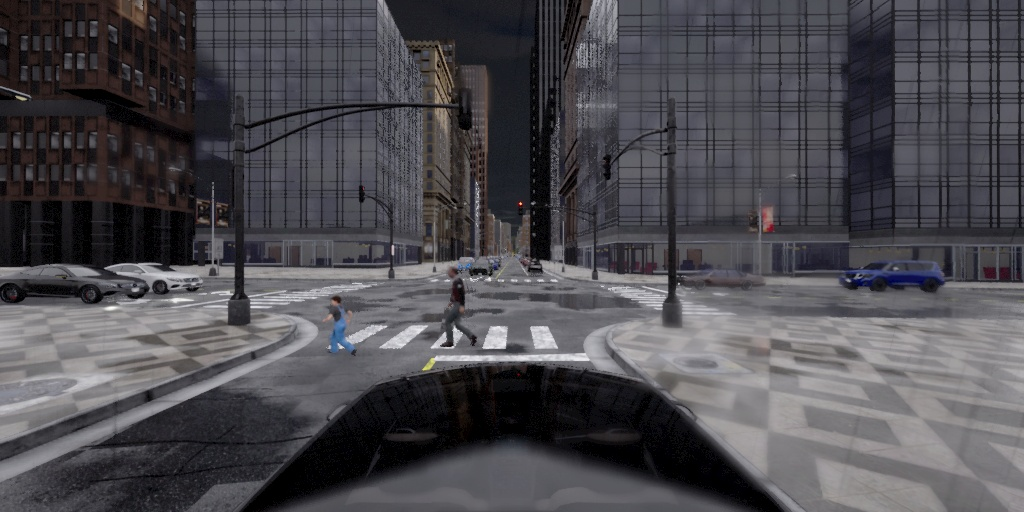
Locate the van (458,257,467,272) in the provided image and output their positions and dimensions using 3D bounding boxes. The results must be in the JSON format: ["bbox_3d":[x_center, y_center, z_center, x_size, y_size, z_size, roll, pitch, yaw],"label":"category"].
[{"bbox_3d":[-5.685,1.059,44.733,1.690,1.789,3.998,0,0,0],"label":"van"}]

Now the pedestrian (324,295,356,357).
[{"bbox_3d":[-3.439,1.324,7.195,0.375,1.300,0.375,0,0,0],"label":"pedestrian"}]

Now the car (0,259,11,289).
[{"bbox_3d":[-28.188,0.870,17.444,5.008,1.535,1.882,1,0,1],"label":"car"}]

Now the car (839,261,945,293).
[{"bbox_3d":[25.232,1.348,23.891,5.566,2.045,2.150,1,0,0],"label":"car"}]

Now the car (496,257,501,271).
[{"bbox_3d":[-2.901,1.191,48.170,1.882,1.535,5.008,0,0,0],"label":"car"}]

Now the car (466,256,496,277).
[{"bbox_3d":[-2.961,1.081,35.522,2.097,1.767,4.553,0,0,0],"label":"car"}]

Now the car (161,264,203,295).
[{"bbox_3d":[-17.760,1.051,17.394,4.674,1.442,1.812,1,0,0],"label":"car"}]

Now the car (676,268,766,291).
[{"bbox_3d":[13.824,1.519,23.950,5.357,1.411,2.033,1,0,0],"label":"car"}]

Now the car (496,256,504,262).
[{"bbox_3d":[-2.814,1.191,61.155,1.837,1.490,4.892,0,1,1],"label":"car"}]

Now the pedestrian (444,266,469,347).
[{"bbox_3d":[-1.209,1.043,7.800,0.375,1.860,0.375,0,0,0],"label":"pedestrian"}]

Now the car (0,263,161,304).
[{"bbox_3d":[-17.232,1.046,14.137,4.674,1.442,1.812,1,0,-1],"label":"car"}]

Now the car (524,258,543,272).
[{"bbox_3d":[2.840,1.284,44.687,1.948,1.339,4.313,0,0,0],"label":"car"}]

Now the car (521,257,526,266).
[{"bbox_3d":[2.934,1.271,61.635,1.802,1.307,4.207,0,0,0],"label":"car"}]
